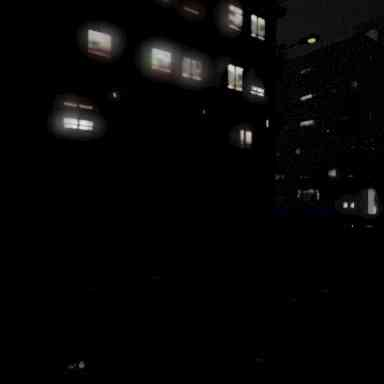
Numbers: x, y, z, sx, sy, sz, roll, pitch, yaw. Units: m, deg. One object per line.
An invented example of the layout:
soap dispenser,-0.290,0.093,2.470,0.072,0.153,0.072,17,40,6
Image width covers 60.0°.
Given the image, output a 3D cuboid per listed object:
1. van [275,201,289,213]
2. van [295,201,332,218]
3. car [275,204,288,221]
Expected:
van,10.185,2.005,41.615,1.690,1.788,3.998,0,0,-36
van,13.499,1.932,37.098,1.690,1.788,3.998,0,0,-36
car,6.755,2.119,32.183,1.802,1.307,4.206,0,0,-36
